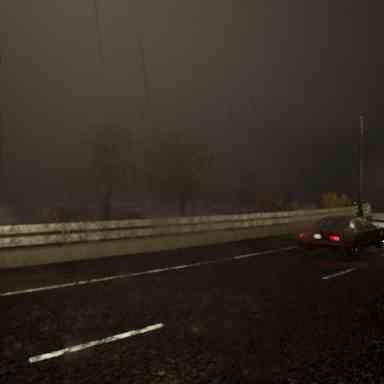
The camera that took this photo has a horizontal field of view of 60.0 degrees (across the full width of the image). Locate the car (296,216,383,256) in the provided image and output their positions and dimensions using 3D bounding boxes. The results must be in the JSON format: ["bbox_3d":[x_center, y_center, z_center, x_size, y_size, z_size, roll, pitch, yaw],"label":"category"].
[{"bbox_3d":[6.414,1.699,13.889,5.357,1.411,2.033,1,-1,-43],"label":"car"}]
